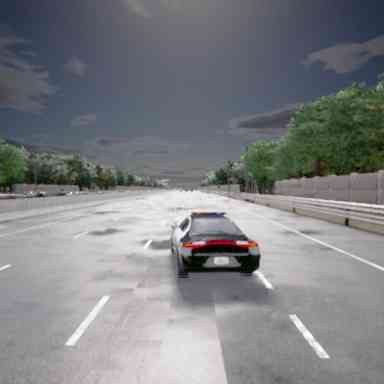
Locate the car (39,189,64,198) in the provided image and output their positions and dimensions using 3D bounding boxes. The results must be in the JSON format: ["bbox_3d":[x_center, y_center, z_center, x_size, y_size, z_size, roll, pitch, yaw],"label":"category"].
[{"bbox_3d":[-24.516,0.499,59.442,2.150,2.045,5.566,0,1,1],"label":"car"}]

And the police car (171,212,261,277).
[{"bbox_3d":[0.430,1.372,9.962,2.038,1.542,4.974,0,0,-6],"label":"police car"}]

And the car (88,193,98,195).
[{"bbox_3d":[-17.537,0.841,59.568,1.994,1.385,4.181,0,1,1],"label":"car"}]

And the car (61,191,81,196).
[{"bbox_3d":[-21.024,0.878,59.501,1.895,1.301,4.718,0,1,1],"label":"car"}]

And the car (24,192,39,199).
[{"bbox_3d":[-28.011,0.756,59.465,1.882,1.535,5.008,0,1,0],"label":"car"}]
